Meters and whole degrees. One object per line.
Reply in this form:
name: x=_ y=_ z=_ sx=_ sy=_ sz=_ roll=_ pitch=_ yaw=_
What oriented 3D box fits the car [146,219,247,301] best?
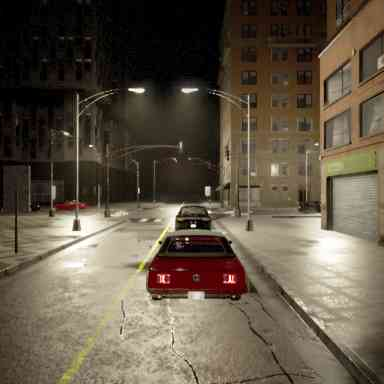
car: x=0.081 y=1.601 z=8.282 sx=1.895 sy=1.301 sz=4.718 roll=0 pitch=0 yaw=0

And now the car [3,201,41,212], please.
car: x=-20.202 y=1.725 z=39.315 sx=4.313 sy=1.339 sz=1.947 roll=0 pitch=0 yaw=0

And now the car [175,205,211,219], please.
car: x=0.059 y=1.474 z=18.431 sx=1.882 sy=1.535 sz=5.008 roll=0 pitch=0 yaw=0

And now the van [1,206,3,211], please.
van: x=-20.185 y=1.425 z=30.791 sx=3.998 sy=1.788 sz=1.690 roll=0 pitch=0 yaw=0

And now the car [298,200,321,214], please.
car: x=12.041 y=1.415 z=30.826 sx=4.313 sy=1.339 sz=1.947 roll=0 pitch=0 yaw=0

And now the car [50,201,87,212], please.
car: x=-14.553 y=1.701 z=39.321 sx=4.206 sy=1.307 sz=1.802 roll=0 pitch=0 yaw=0
